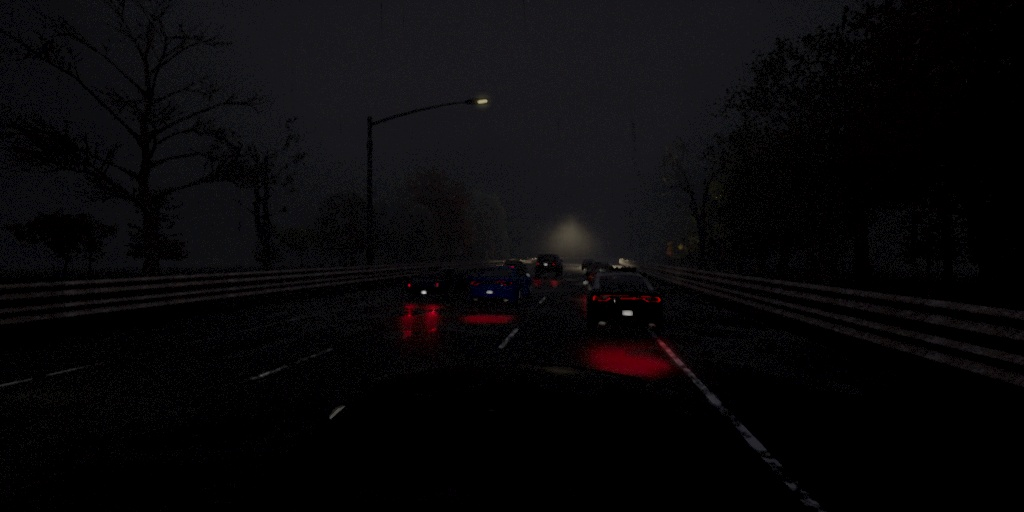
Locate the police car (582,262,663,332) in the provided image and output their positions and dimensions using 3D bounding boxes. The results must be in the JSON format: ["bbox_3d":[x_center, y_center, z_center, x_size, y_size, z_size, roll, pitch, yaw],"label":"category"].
[{"bbox_3d":[3.257,1.155,11.106,1.930,1.638,5.238,0,0,11],"label":"police car"}]

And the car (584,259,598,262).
[{"bbox_3d":[6.416,1.205,26.474,1.837,1.490,4.892,0,0,12],"label":"car"}]

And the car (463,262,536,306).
[{"bbox_3d":[-0.331,1.193,15.740,1.882,1.535,5.008,0,0,11],"label":"car"}]

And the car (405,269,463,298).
[{"bbox_3d":[-3.450,1.307,18.059,1.895,1.301,4.718,0,0,11],"label":"car"}]

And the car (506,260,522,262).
[{"bbox_3d":[0.260,1.179,35.349,1.837,1.490,4.892,0,0,13],"label":"car"}]

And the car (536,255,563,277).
[{"bbox_3d":[3.577,0.899,34.171,2.150,2.045,5.566,0,0,13],"label":"car"}]

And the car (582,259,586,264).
[{"bbox_3d":[10.511,1.144,48.662,1.882,1.535,5.008,0,0,15],"label":"car"}]
